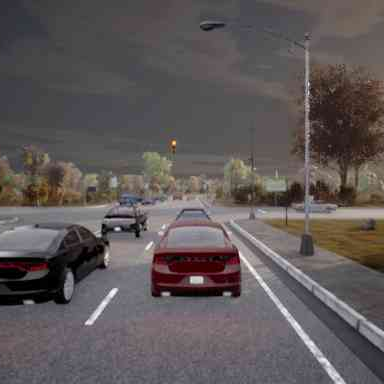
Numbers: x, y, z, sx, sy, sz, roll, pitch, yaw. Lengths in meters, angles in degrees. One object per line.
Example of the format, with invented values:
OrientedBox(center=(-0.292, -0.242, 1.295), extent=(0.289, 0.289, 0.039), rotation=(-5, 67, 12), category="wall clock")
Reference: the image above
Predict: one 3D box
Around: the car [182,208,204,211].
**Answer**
OrientedBox(center=(0.061, 1.553, 17.605), extent=(1.994, 1.385, 4.181), rotation=(0, 0, 0), category="car")

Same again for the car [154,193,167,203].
OrientedBox(center=(-7.170, 1.182, 70.215), extent=(2.150, 2.045, 5.566), rotation=(0, 0, 0), category="car")

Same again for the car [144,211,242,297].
OrientedBox(center=(0.081, 1.472, 8.616), extent=(1.882, 1.535, 5.008), rotation=(0, 0, 0), category="car")

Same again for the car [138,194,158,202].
OrientedBox(center=(-7.223, 1.528, 55.436), extent=(1.994, 1.385, 4.181), rotation=(0, 0, -1), category="car")

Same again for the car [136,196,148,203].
OrientedBox(center=(-10.671, 1.552, 70.798), extent=(1.895, 1.301, 4.718), rotation=(0, 0, 0), category="car")

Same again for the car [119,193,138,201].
OrientedBox(center=(-10.684, 1.180, 55.846), extent=(2.150, 2.045, 5.566), rotation=(0, 1, 2), category="car")

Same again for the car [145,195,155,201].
OrientedBox(center=(-10.703, 1.444, 85.436), extent=(1.837, 1.490, 4.892), rotation=(0, 0, 0), category="car")

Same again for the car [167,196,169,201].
OrientedBox(center=(-7.203, 1.299, 85.447), extent=(2.097, 1.767, 4.553), rotation=(0, 0, 0), category="car")

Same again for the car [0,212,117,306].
OrientedBox(center=(-3.417, 1.473, 8.141), extent=(1.882, 1.535, 5.008), rotation=(0, 0, 0), category="car")

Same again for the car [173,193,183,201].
OrientedBox(center=(-3.703, 1.165, 85.444), extent=(2.150, 2.045, 5.566), rotation=(0, 0, 0), category="car")

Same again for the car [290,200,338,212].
OrientedBox(center=(13.454, 1.578, 36.992), extent=(4.718, 1.301, 1.895), rotation=(0, 0, 3), category="car")

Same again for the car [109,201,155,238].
OrientedBox(center=(-3.434, 1.481, 17.628), extent=(2.128, 1.511, 4.902), rotation=(0, 0, -1), category="car")

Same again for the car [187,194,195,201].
OrientedBox(center=(-0.204, 1.296, 85.809), extent=(2.097, 1.767, 4.553), rotation=(0, 0, 0), category="car")
